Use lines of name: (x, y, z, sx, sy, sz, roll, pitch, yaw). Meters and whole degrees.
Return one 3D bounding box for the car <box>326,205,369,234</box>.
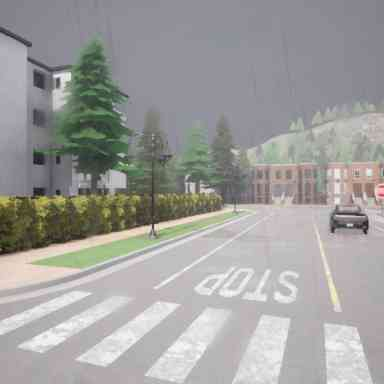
car: (8.977, 1.487, 19.367, 2.128, 1.511, 4.902, 0, 0, 20)
